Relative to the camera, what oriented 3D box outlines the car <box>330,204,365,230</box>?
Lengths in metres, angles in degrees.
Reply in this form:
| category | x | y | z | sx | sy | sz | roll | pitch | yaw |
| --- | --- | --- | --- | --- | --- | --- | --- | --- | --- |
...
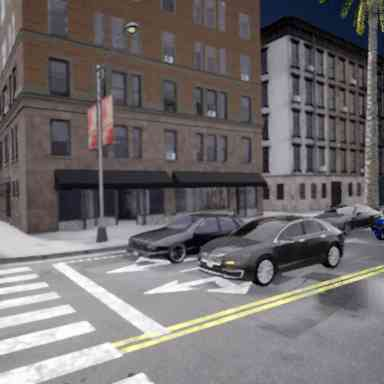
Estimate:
| category | x | y | z | sx | sy | sz | roll | pitch | yaw |
| --- | --- | --- | --- | --- | --- | --- | --- | --- | --- |
| car | 8.217 | 1.367 | 17.526 | 4.674 | 1.442 | 1.812 | -1 | 0 | -35 |

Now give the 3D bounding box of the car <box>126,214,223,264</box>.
| category | x | y | z | sx | sy | sz | roll | pitch | yaw |
| --- | --- | --- | --- | --- | --- | --- | --- | --- | --- |
| car | 0.406 | 1.508 | 11.976 | 5.357 | 1.411 | 2.033 | -1 | 0 | -35 |

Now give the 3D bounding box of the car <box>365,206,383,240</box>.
| category | x | y | z | sx | sy | sz | roll | pitch | yaw |
| --- | --- | --- | --- | --- | --- | --- | --- | --- | --- |
| car | 10.095 | 1.309 | 14.876 | 5.008 | 1.535 | 1.882 | -1 | 0 | -35 |

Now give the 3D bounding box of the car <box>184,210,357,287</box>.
| category | x | y | z | sx | sy | sz | roll | pitch | yaw |
| --- | --- | --- | --- | --- | --- | --- | --- | --- | --- |
| car | 2.383 | 1.454 | 9.350 | 4.892 | 1.490 | 1.837 | -1 | 0 | -36 |
